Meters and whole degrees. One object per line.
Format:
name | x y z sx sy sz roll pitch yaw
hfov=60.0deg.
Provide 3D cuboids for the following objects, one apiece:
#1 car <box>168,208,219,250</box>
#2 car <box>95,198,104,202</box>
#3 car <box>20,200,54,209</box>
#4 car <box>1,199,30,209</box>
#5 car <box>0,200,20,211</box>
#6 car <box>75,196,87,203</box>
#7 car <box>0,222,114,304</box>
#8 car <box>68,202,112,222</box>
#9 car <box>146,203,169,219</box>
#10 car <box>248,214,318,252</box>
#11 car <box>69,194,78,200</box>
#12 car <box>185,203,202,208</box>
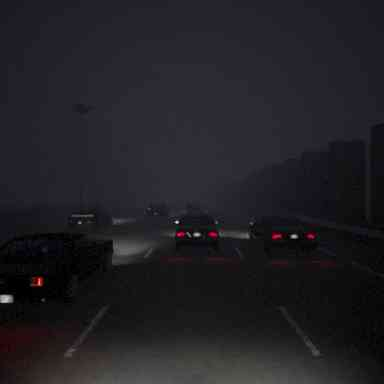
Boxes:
car | 0.213 1.673 14.980 2.033 1.411 5.357 0 0 1
car | -20.635 2.094 74.320 1.812 1.442 4.674 0 0 -11
car | -17.536 1.851 38.332 1.994 1.385 4.181 0 -1 -1
car | -28.562 1.943 53.969 2.033 1.411 5.357 0 0 -4
car | -24.644 1.918 43.548 1.895 1.301 4.718 0 0 -1
car | -23.442 2.129 70.117 1.895 1.301 4.718 0 0 -9
car | -3.352 1.664 8.253 1.895 1.301 4.718 0 0 1
car | -6.728 1.667 22.429 2.128 1.511 4.902 0 0 0
car | -3.231 1.749 31.711 2.128 1.511 4.902 0 0 -1
car | 3.707 1.675 14.469 2.033 1.411 5.357 0 0 1
car | -30.156 1.487 84.670 2.150 2.045 5.566 0 0 -15
car | 0.190 1.909 37.153 1.895 1.301 4.718 0 0 -1
